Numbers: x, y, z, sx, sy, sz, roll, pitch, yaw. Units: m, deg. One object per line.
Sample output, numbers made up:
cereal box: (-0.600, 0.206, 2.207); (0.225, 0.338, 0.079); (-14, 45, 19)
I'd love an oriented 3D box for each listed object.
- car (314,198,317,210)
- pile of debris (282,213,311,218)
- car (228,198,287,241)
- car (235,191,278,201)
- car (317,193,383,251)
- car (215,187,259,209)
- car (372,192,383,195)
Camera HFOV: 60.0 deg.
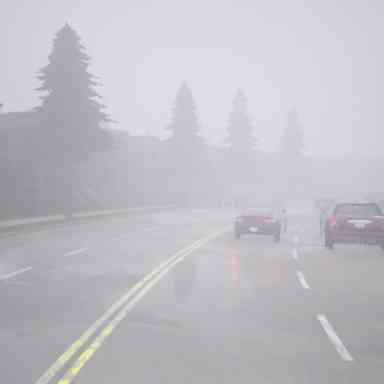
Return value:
car: (12.617, 0.850, 29.574); (1.882, 1.535, 5.008); (1, 2, 43)
pile of debris: (7.484, 1.661, 23.756); (1.500, 0.140, 1.860); (1, 2, 34)
car: (3.139, 1.198, 14.803); (1.812, 1.442, 4.674); (0, 1, 20)
car: (6.052, 0.939, 27.695); (2.033, 1.411, 5.357); (1, 2, 37)
car: (6.214, 1.077, 12.988); (2.097, 1.767, 4.553); (1, 1, 19)
car: (4.429, 0.528, 31.174); (2.150, 2.045, 5.566); (1, 2, 40)
car: (16.306, 0.768, 28.261); (4.553, 1.767, 2.097); (-1, 2, -44)
